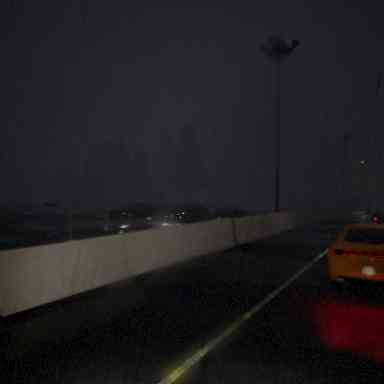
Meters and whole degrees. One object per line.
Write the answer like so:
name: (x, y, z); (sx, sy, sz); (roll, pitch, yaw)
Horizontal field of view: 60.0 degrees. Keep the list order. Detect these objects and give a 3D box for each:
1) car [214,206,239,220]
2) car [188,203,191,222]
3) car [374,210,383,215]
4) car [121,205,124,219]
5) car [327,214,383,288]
car: (2.985, 1.796, 26.518); (1.994, 1.385, 4.181); (1, -1, 31)
car: (-0.304, 1.675, 27.840); (1.837, 1.490, 4.892); (1, -1, 31)
car: (15.382, 2.119, 26.383); (1.895, 1.301, 4.718); (1, -1, 31)
car: (-4.700, 1.541, 27.327); (1.882, 1.535, 5.008); (1, -1, 31)
car: (5.091, 1.600, 9.286); (1.882, 1.535, 5.008); (1, 0, 31)
